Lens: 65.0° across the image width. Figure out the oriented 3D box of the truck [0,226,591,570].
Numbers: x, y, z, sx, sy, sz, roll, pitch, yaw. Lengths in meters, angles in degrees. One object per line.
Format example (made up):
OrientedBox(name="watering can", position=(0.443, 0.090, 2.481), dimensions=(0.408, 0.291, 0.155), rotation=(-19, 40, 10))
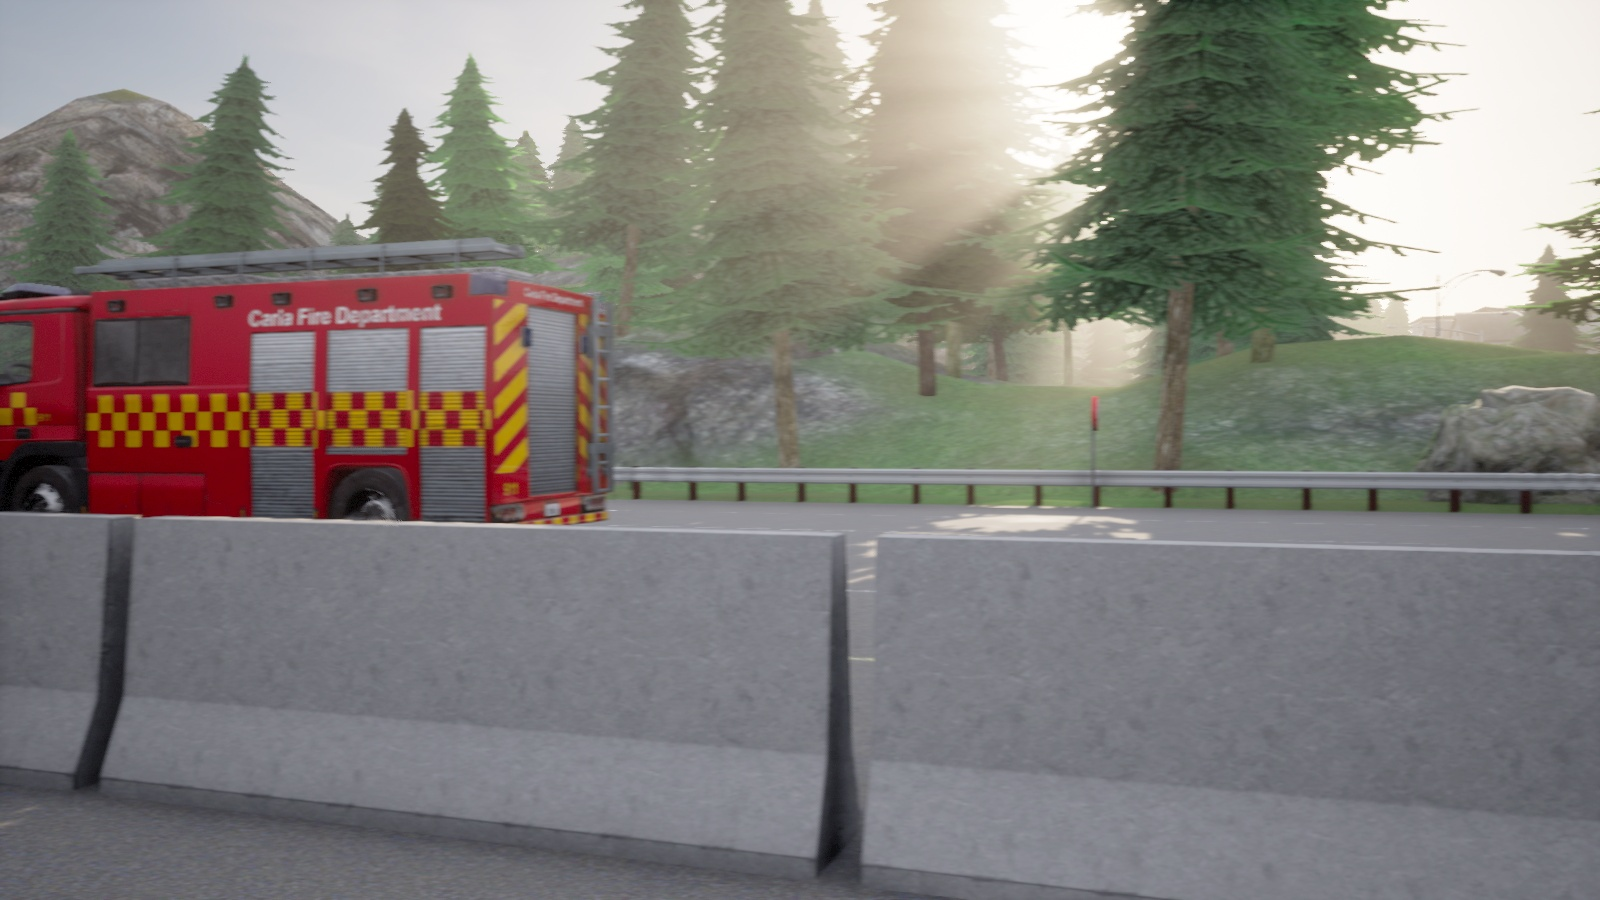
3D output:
OrientedBox(name="truck", position=(-7.265, -0.634, 16.699), dimensions=(8.468, 3.827, 2.891), rotation=(1, 1, 19))
